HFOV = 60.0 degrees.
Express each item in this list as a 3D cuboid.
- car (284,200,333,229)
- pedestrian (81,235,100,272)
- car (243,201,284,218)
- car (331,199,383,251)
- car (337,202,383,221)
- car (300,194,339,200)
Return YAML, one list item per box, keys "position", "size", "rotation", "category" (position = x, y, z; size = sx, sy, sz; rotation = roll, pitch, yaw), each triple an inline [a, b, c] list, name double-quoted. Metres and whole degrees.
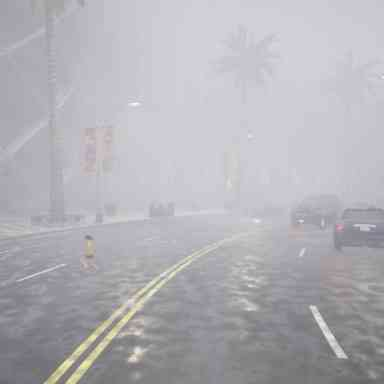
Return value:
- position: [8.210, 1.505, 21.891]
  size: [1.837, 1.490, 4.892]
  rotation: [0, 0, 42]
  category: "car"
- position: [-2.857, 1.674, 9.322]
  size: [0.500, 1.100, 0.500]
  rotation: [0, 0, 13]
  category: "pedestrian"
- position: [6.646, 1.525, 30.374]
  size: [4.674, 1.442, 1.812]
  rotation: [0, 0, -42]
  category: "car"
- position: [7.080, 1.353, 13.818]
  size: [2.097, 1.767, 4.553]
  rotation: [0, 0, 25]
  category: "car"
- position: [14.502, 1.564, 28.244]
  size: [4.181, 1.385, 1.994]
  rotation: [0, 0, -32]
  category: "car"
- position: [11.125, 1.223, 29.649]
  size: [5.566, 2.045, 2.150]
  rotation: [0, 0, -37]
  category: "car"
